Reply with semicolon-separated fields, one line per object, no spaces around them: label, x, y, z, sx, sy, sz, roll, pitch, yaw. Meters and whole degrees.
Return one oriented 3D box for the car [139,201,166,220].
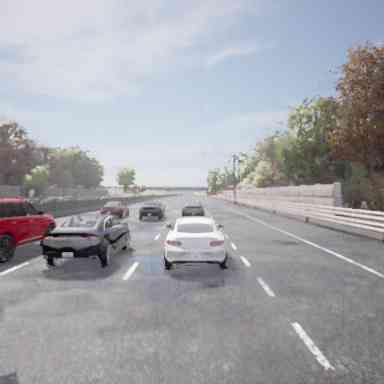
car;-3.400;1.553;28.946;1.837;1.490;4.892;0;0;0

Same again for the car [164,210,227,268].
car;0.099;1.541;11.178;1.812;1.442;4.674;0;0;0

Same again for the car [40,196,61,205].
car;-28.000;1.655;66.108;2.128;1.511;4.902;0;0;0

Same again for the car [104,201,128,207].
car;-6.901;1.576;29.966;1.812;1.442;4.674;0;0;0

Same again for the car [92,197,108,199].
car;-17.500;1.675;66.150;2.033;1.411;5.357;0;0;0

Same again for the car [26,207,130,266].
car;-3.401;1.507;11.525;2.128;1.511;4.902;0;0;0

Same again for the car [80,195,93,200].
car;-21.000;1.483;66.972;2.097;1.767;4.553;0;0;0

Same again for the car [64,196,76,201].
car;-24.500;1.630;66.108;1.837;1.490;4.892;0;0;0

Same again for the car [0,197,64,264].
car;-6.900;1.237;12.023;2.150;2.045;5.566;0;0;0

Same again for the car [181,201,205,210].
car;0.101;1.540;28.872;2.128;1.511;4.902;0;0;0
